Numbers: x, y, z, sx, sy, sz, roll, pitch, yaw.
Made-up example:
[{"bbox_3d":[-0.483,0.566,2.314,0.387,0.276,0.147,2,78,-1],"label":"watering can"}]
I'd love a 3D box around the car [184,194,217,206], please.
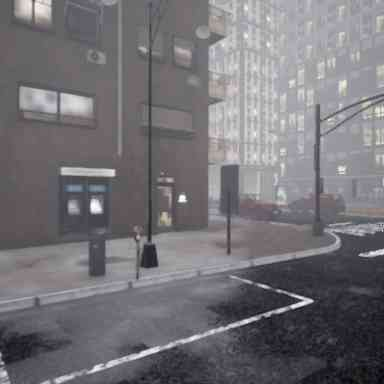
[{"bbox_3d":[0.998,0.948,42.464,1.947,1.339,4.313,1,0,-36],"label":"car"}]

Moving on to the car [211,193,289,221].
[{"bbox_3d":[4.045,0.996,24.025,2.192,1.841,5.009,1,0,-36],"label":"car"}]

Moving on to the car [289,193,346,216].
[{"bbox_3d":[10.787,1.009,29.001,2.192,1.841,5.009,1,0,-36],"label":"car"}]

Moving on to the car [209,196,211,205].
[{"bbox_3d":[4.259,1.052,37.976,1.947,1.339,4.313,1,0,-36],"label":"car"}]
